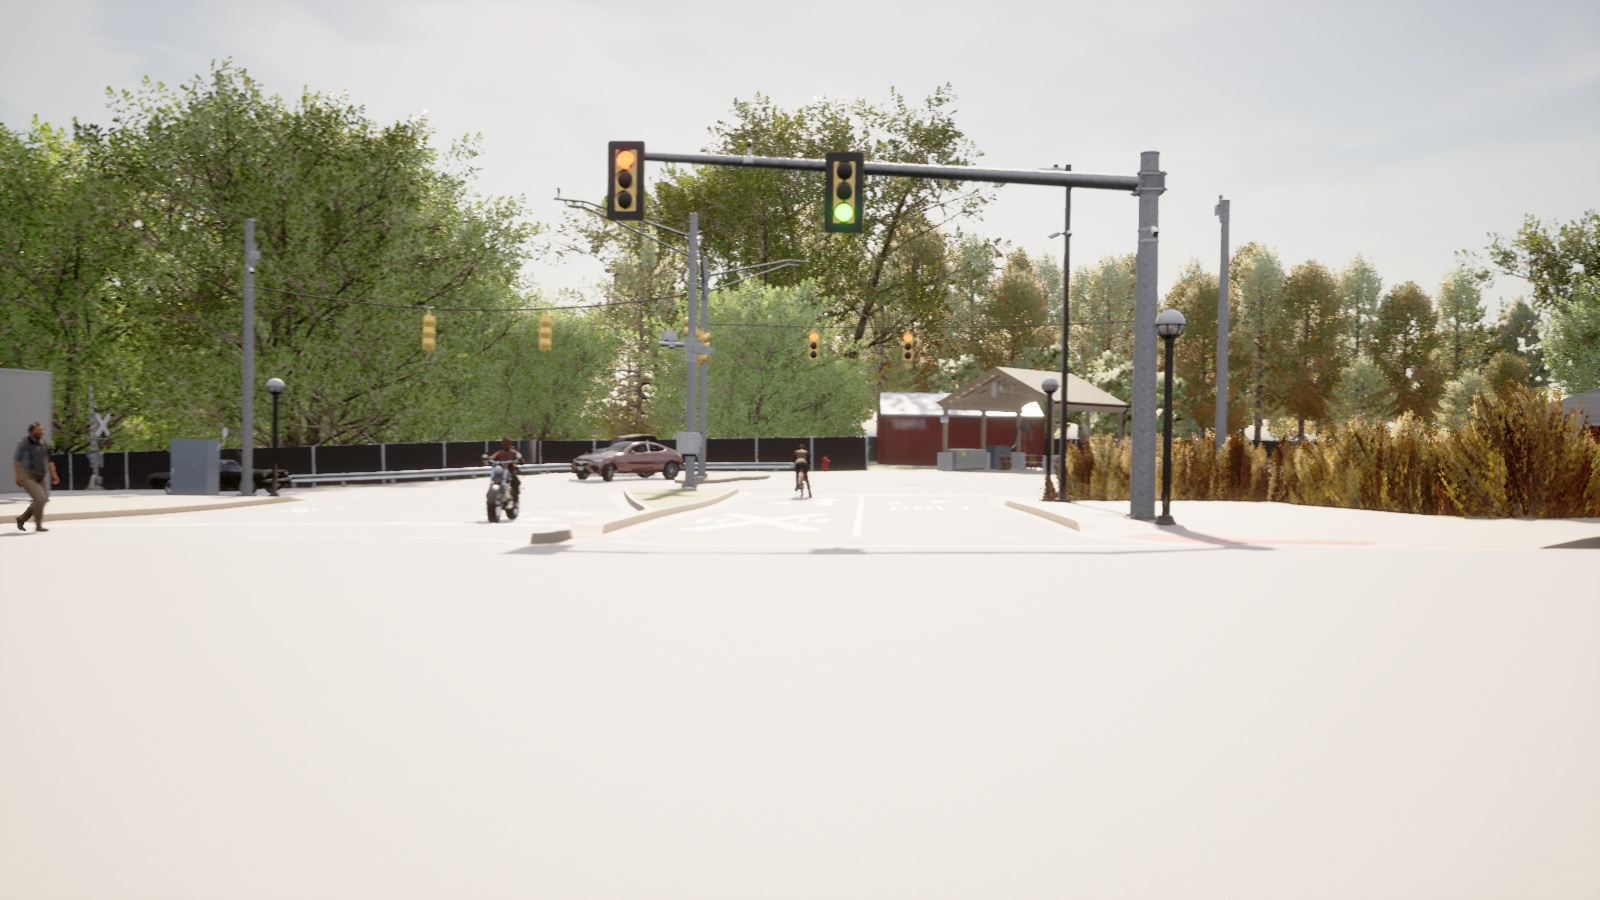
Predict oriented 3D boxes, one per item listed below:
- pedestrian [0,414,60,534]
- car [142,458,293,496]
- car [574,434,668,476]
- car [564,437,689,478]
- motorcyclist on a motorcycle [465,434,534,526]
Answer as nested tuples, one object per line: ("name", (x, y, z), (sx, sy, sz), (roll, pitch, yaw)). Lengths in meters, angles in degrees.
("pedestrian", (-12.192, 0.366, 19.832), (0.694, 1.848, 0.540), (1, 1, 17))
("car", (-21.394, 0.986, 46.199), (4.718, 1.301, 1.895), (-1, 1, 8))
("car", (-8.289, 0.209, 58.220), (3.866, 1.878, 1.905), (0, 2, -32))
("car", (-7.367, 0.302, 53.677), (5.027, 1.651, 2.152), (0, 1, -44))
("motorcyclist on a motorcycle", (-5.648, 0.555, 23.723), (0.766, 1.649, 2.350), (1, -1, -1))
